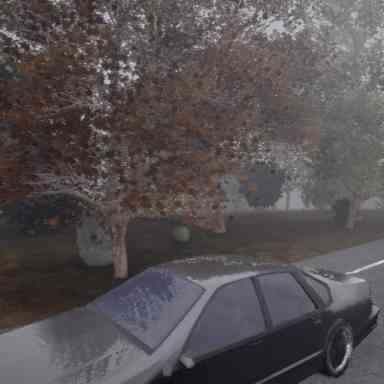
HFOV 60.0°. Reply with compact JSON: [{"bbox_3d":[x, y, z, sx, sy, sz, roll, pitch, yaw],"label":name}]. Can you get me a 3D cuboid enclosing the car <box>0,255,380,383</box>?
[{"bbox_3d":[0.202,1.554,3.945,5.357,1.411,2.033,0,0,-37],"label":"car"}]
